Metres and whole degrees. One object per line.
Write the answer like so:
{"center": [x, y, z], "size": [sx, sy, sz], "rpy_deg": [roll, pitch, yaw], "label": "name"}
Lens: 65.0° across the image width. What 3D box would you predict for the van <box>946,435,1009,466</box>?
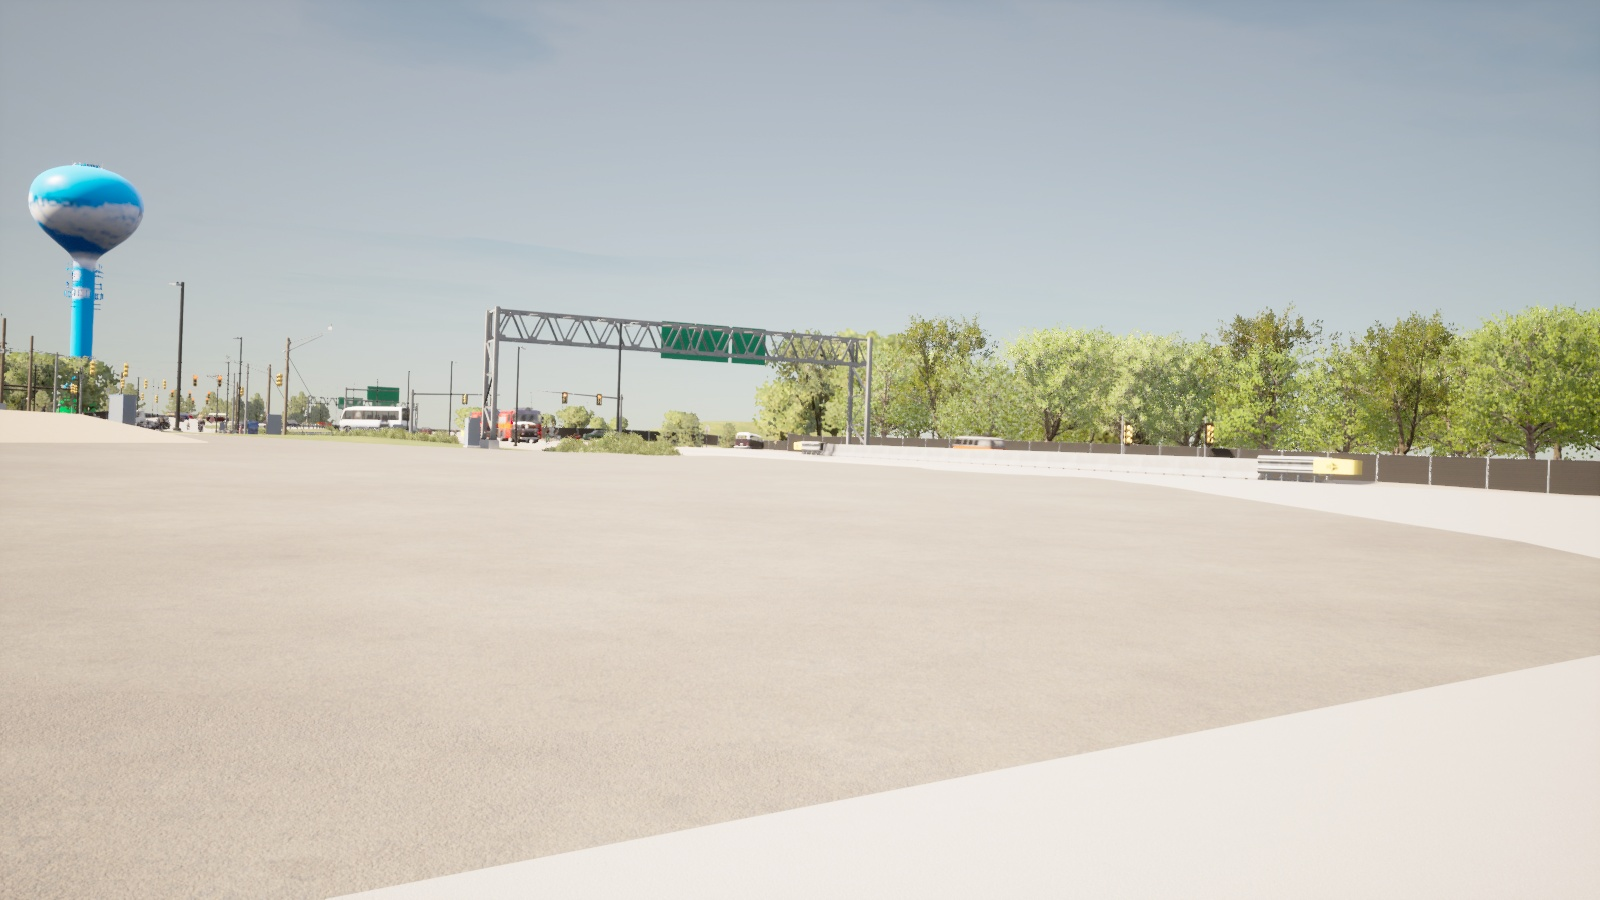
{"center": [12.603, 0.001, 89.431], "size": [1.775, 1.987, 4.442], "rpy_deg": [2, 1, -35], "label": "van"}
